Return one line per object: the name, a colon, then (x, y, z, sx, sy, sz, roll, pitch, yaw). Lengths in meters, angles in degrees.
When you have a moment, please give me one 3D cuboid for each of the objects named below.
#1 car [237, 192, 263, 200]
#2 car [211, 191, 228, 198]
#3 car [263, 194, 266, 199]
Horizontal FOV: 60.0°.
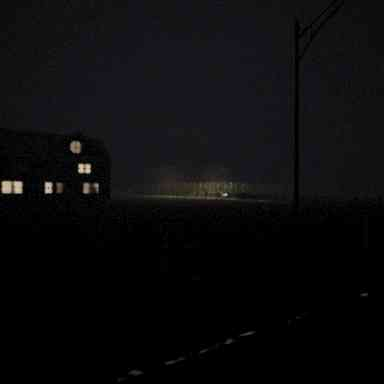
car: (10.995, 0.815, 65.267, 1.882, 1.535, 5.008, 1, 1, -35)
car: (6.452, 0.570, 77.690, 1.812, 1.442, 4.674, 1, 1, -36)
car: (13.005, 0.855, 68.502, 2.128, 1.511, 4.902, 1, 1, -36)
